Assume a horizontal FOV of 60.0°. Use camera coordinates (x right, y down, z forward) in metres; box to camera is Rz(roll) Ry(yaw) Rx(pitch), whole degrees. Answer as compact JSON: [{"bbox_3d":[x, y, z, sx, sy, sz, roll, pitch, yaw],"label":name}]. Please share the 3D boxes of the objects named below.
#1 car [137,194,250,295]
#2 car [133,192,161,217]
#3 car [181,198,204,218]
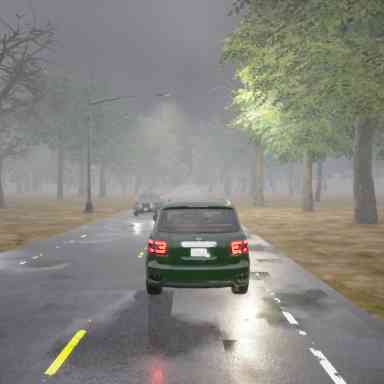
[{"bbox_3d":[0.091,1.188,8.806,2.150,2.045,5.566,0,0,-1],"label":"car"},{"bbox_3d":[-3.658,1.015,29.057,2.150,2.045,5.566,0,1,0],"label":"car"},{"bbox_3d":[0.032,1.327,28.287,1.812,1.442,4.674,0,0,0],"label":"car"}]
